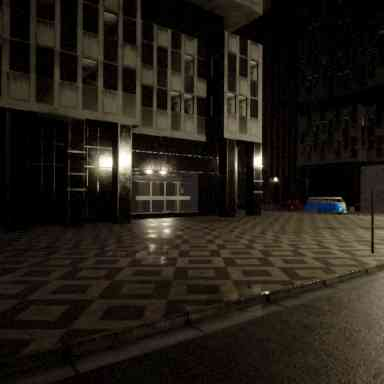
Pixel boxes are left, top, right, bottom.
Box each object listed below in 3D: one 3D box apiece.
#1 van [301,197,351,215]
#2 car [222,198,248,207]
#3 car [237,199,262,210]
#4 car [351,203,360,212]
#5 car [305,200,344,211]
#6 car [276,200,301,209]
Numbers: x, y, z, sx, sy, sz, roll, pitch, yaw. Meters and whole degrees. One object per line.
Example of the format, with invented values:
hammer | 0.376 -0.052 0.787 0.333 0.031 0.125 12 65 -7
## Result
van | 13.734 1.425 34.161 1.690 1.788 3.998 0 0 -36
car | 7.423 1.840 57.643 1.752 1.417 4.829 0 0 -36
car | 7.164 1.706 43.350 1.887 1.381 4.507 0 0 -36
car | 20.664 1.725 39.125 1.947 1.339 4.313 0 0 -36
car | 17.378 1.749 43.720 2.008 1.369 4.403 0 0 -36
car | 14.093 1.819 48.315 1.802 1.307 4.206 0 0 -36
